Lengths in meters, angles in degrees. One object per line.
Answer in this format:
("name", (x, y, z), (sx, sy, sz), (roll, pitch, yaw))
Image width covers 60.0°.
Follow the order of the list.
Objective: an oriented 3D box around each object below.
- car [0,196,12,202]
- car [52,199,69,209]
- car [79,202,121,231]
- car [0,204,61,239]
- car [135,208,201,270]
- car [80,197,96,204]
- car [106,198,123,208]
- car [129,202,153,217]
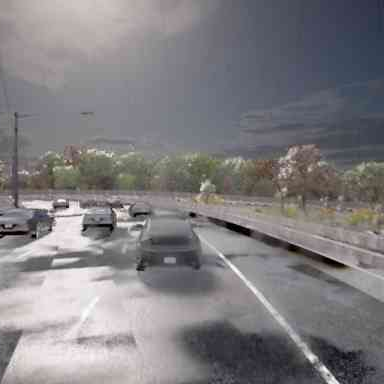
("car", (-45.019, 1.696, 80.562), (5.357, 1.411, 2.033), (0, 0, 40))
("car", (-18.622, 1.631, 47.143), (1.994, 1.385, 4.181), (0, 0, -27))
("car", (-5.745, 1.571, 20.890), (2.033, 1.411, 5.357), (0, 0, -11))
("car", (-8.690, 1.579, 17.511), (2.033, 1.411, 5.357), (0, 0, -10))
("car", (-0.816, 1.513, 11.089), (1.837, 1.490, 4.892), (0, 1, -6))
("car", (-14.833, 1.560, 47.402), (1.837, 1.490, 4.892), (0, -1, -26))
("car", (-11.329, 1.576, 48.216), (1.812, 1.442, 4.674), (0, -1, -26))
("car", (-4.846, 1.588, 31.465), (1.994, 1.385, 4.181), (0, 0, -16))
